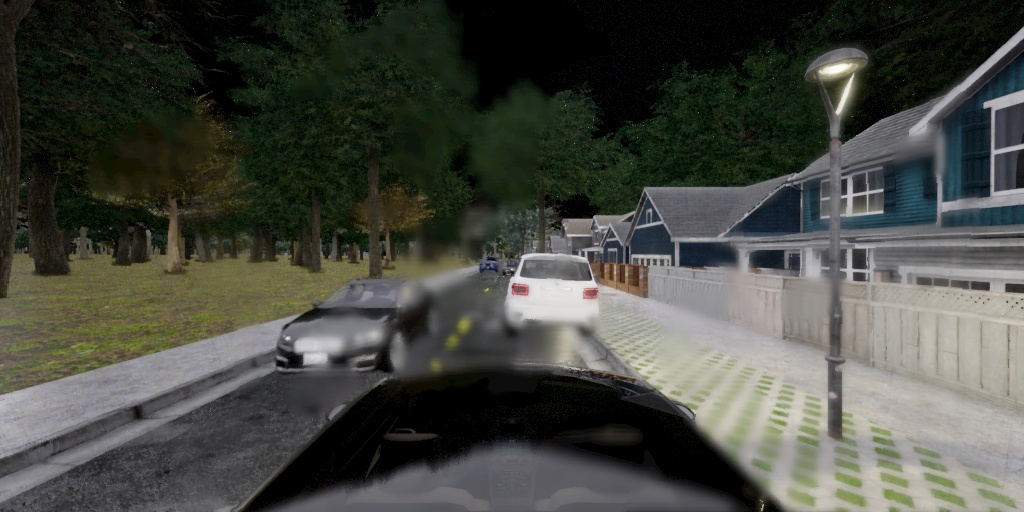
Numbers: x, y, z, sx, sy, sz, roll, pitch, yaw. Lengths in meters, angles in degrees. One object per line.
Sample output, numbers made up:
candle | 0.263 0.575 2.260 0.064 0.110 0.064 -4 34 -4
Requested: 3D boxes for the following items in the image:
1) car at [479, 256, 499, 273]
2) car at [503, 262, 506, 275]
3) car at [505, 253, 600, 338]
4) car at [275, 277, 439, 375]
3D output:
car | -2.772 0.998 43.644 2.150 2.045 5.566 0 0 0
car | 0.014 1.340 38.462 1.994 1.385 4.181 0 0 1
car | 0.962 1.011 10.362 2.150 2.045 5.566 3 -1 0
car | -2.853 1.241 7.674 2.128 1.511 4.902 0 0 0
